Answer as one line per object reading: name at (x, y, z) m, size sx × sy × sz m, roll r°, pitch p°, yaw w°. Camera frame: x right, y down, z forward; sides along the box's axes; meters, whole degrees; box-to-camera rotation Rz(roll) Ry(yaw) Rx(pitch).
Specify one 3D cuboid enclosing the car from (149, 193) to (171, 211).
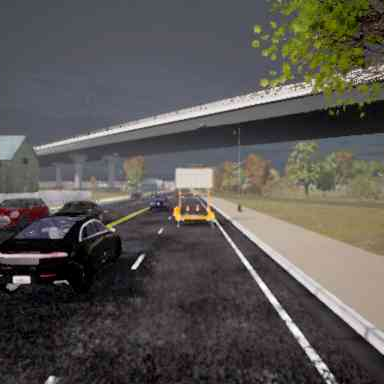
car at (-3.195, 1.133, 33.905) m, size 2.033 × 1.411 × 5.357 m, roll 0°, pitch 1°, yaw 0°

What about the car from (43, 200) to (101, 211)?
car at (-6.604, 1.263, 19.486) m, size 1.837 × 1.490 × 4.892 m, roll 0°, pitch 1°, yaw 0°

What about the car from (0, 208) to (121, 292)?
car at (-3.151, 1.383, 8.585) m, size 2.128 × 1.511 × 4.902 m, roll 0°, pitch 1°, yaw 0°

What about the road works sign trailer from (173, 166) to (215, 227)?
road works sign trailer at (0.129, 0.209, 20.602) m, size 2.380 × 3.560 × 2.880 m, roll 0°, pitch 1°, yaw -3°

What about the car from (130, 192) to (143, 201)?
car at (-9.999, 0.770, 60.491) m, size 1.837 × 1.490 × 4.892 m, roll 0°, pitch 1°, yaw 0°

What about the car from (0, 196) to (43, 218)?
car at (-9.854, 1.118, 18.881) m, size 2.097 × 1.767 × 4.553 m, roll 0°, pitch 1°, yaw 0°
